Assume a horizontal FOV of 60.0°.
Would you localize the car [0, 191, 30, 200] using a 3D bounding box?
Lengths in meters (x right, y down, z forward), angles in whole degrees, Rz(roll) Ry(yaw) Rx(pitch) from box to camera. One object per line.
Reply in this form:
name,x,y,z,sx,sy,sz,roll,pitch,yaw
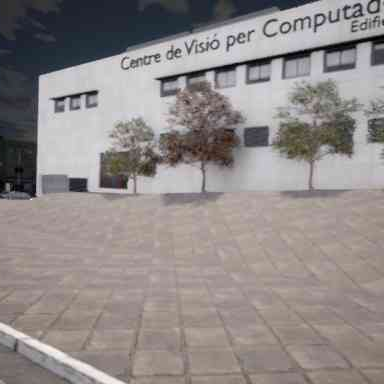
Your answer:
car,-27.816,0.544,52.259,1.994,1.385,4.181,3,0,36
